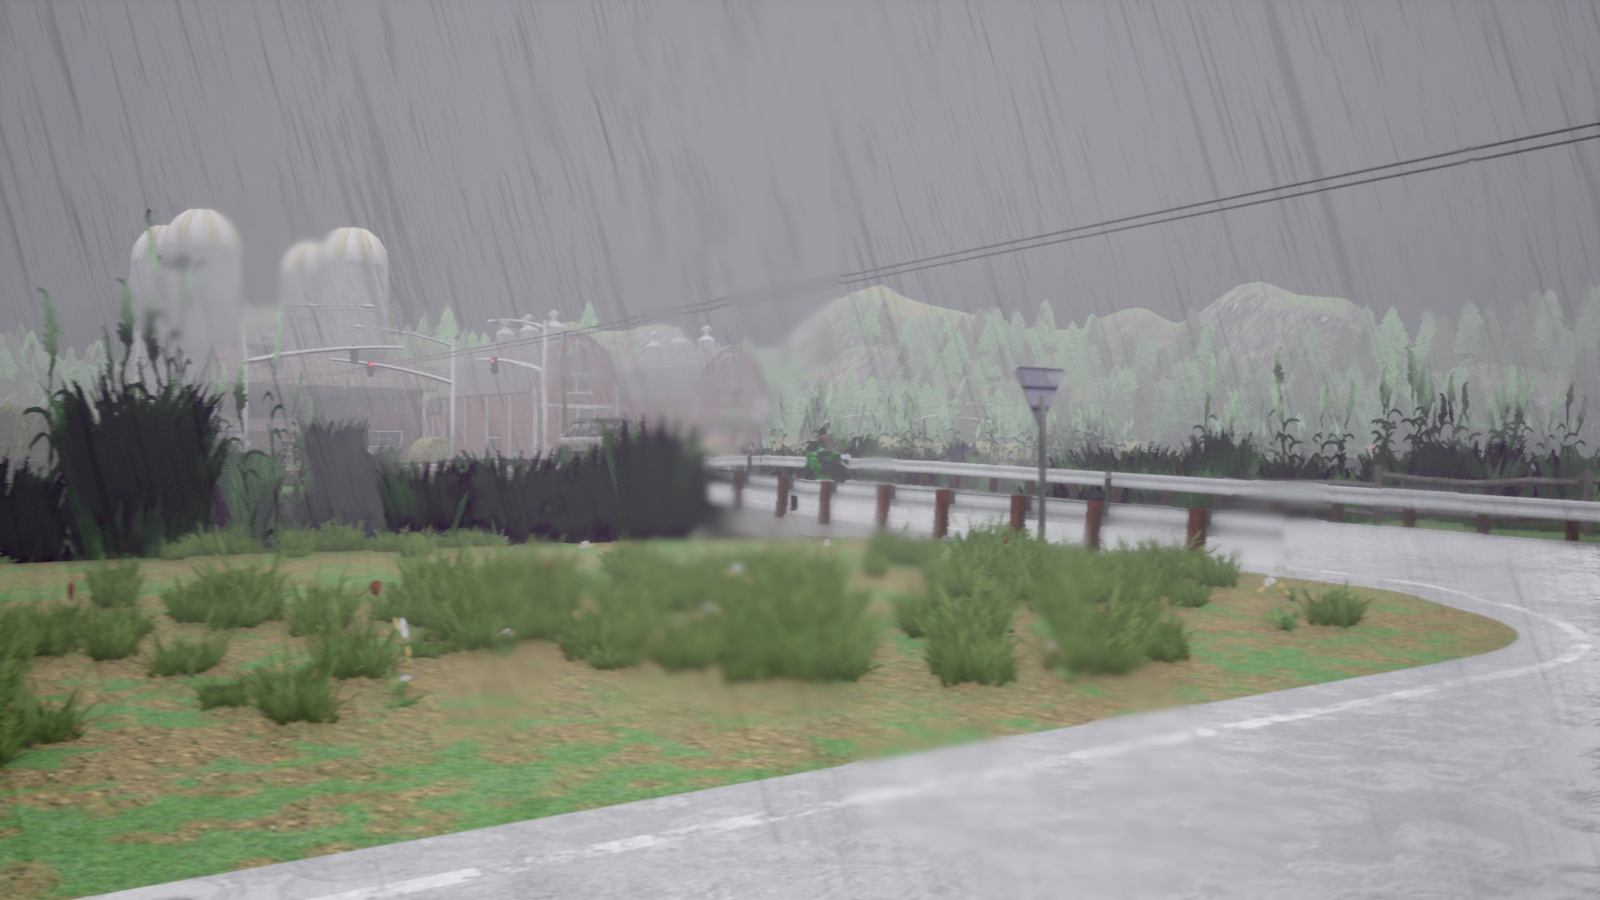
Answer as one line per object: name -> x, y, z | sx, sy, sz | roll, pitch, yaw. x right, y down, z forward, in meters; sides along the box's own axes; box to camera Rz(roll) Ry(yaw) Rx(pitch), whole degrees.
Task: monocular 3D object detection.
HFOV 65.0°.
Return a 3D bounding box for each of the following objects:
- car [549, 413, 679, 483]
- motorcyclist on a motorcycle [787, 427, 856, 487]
car -> -5.375, -0.050, 35.877 | 1.932, 1.855, 4.605 | 0, 0, -33
motorcyclist on a motorcycle -> 0.545, 0.166, 33.161 | 0.797, 1.523, 2.044 | 0, 1, -33
